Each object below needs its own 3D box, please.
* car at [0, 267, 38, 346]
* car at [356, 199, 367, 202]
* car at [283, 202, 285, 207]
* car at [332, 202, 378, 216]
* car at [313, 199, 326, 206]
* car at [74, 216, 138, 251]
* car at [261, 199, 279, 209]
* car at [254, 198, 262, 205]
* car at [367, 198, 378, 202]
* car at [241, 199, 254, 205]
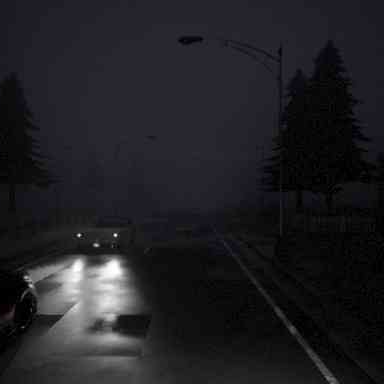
[{"bbox_3d":[-3.646,1.622,4.082,1.994,1.385,4.181,0,-1,-1],"label":"car"},{"bbox_3d":[38.244,2.251,74.011,2.007,1.523,4.514,0,-1,0],"label":"car"},{"bbox_3d":[16.279,2.206,63.019,1.970,1.475,3.806,0,-1,0],"label":"car"},{"bbox_3d":[18.427,2.079,38.134,4.718,1.301,1.895,0,-1,1],"label":"car"},{"bbox_3d":[28.251,2.279,74.034,1.845,1.501,3.633,0,-1,0],"label":"car"},{"bbox_3d":[-3.740,1.805,15.220,1.895,1.301,4.718,0,-1,0],"label":"car"},{"bbox_3d":[13.314,2.099,55.593,1.845,1.501,3.633,0,-1,0],"label":"car"},{"bbox_3d":[16.390,2.398,81.684,2.152,1.636,5.027,0,-1,0],"label":"car"},{"bbox_3d":[31.897,1.811,55.495,1.932,1.855,4.605,0,-1,0],"label":"car"},{"bbox_3d":[13.253,2.408,81.625,2.007,1.523,4.514,0,-1,0],"label":"car"}]
